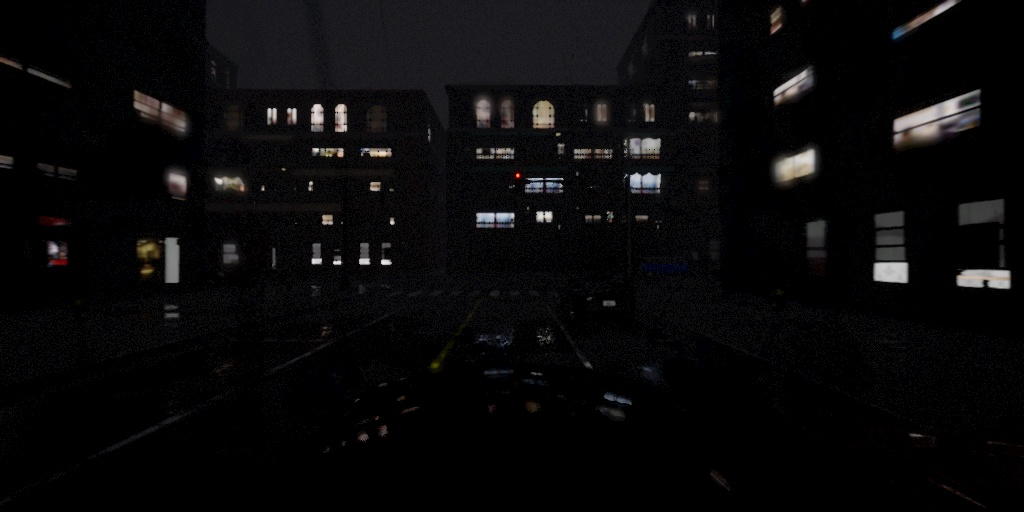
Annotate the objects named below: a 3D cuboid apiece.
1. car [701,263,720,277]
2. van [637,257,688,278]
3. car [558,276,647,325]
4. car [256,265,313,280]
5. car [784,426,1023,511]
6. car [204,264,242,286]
[{"bbox_3d":[18.727,1.141,31.157,4.207,1.307,1.802,0,0,0],"label":"car"},{"bbox_3d":[13.086,0.935,31.127,3.998,1.789,1.690,0,0,0],"label":"van"},{"bbox_3d":[2.565,1.280,11.557,1.948,1.339,4.313,0,0,0],"label":"car"},{"bbox_3d":[-19.698,1.357,31.083,4.403,1.370,2.007,0,0,0],"label":"car"},{"bbox_3d":[2.565,1.300,0.430,1.888,1.381,4.507,0,0,0],"label":"car"},{"bbox_3d":[-19.655,1.187,22.944,4.097,1.591,1.967,0,0,0],"label":"car"}]
